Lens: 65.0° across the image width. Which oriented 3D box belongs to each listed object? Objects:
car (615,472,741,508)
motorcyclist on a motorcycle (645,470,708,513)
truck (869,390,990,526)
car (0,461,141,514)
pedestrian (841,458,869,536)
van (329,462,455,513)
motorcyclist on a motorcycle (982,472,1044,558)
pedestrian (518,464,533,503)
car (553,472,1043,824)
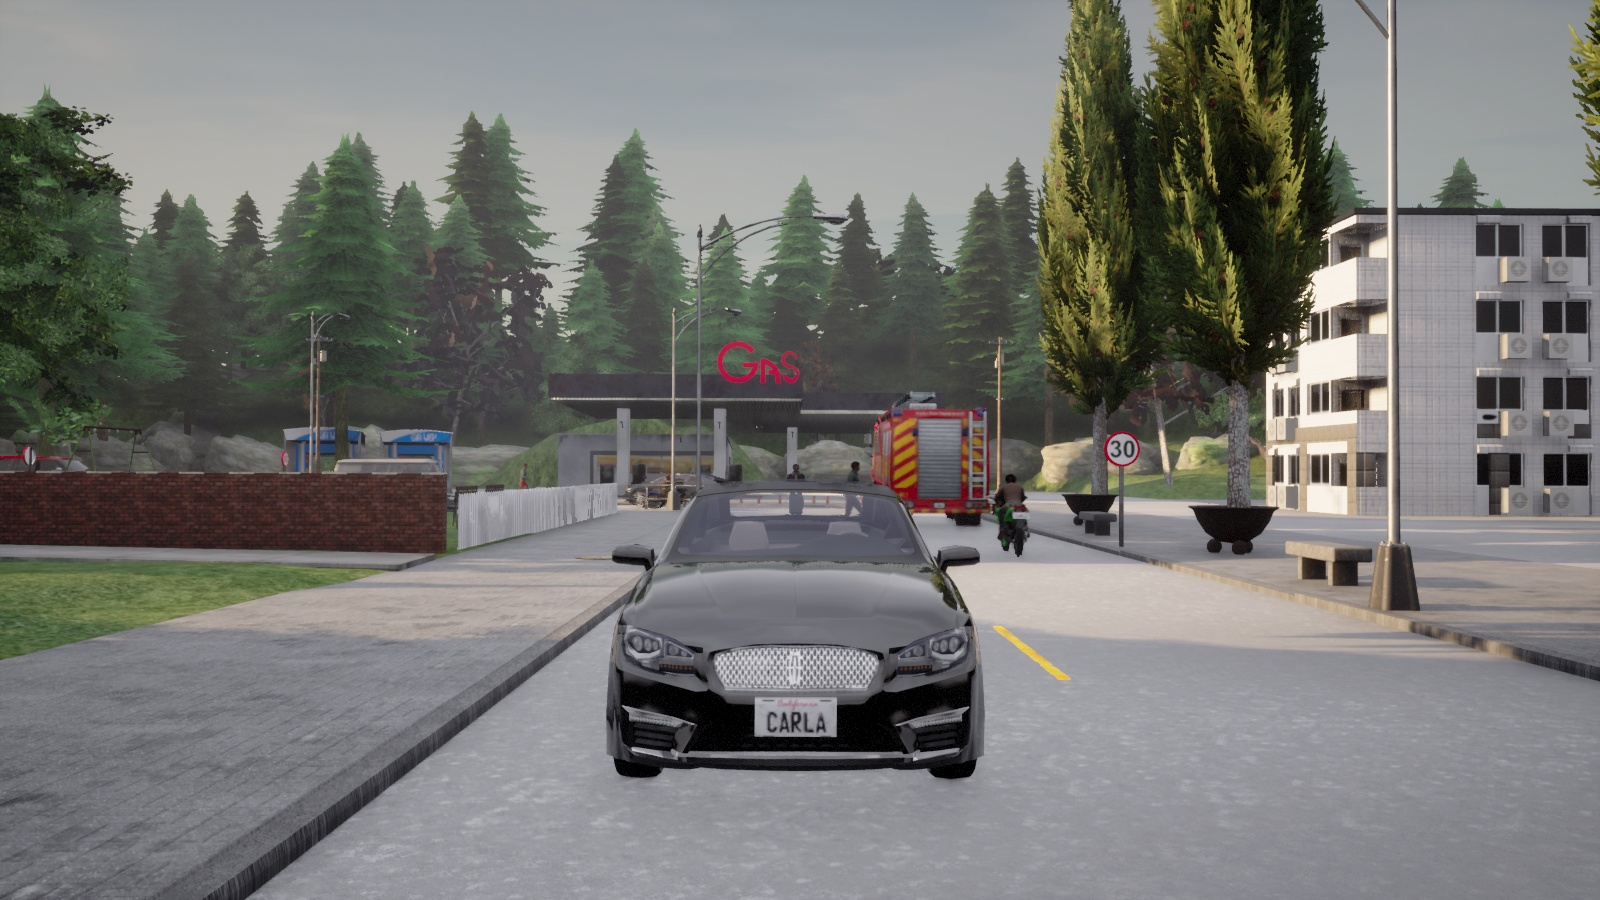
[{"bbox_3d":[-5.206,1.692,53.643,4.902,1.511,2.128,-1,-1,21],"label":"car"},{"bbox_3d":[-4.823,1.609,49.174,2.350,1.649,0.766,0,0,21],"label":"motorcyclist on a motorcycle"},{"bbox_3d":[3.892,0.300,39.729,2.891,3.827,8.468,0,-1,0],"label":"truck"},{"bbox_3d":[-29.674,1.492,50.117,5.566,2.045,2.150,0,-1,0],"label":"car"},{"bbox_3d":[1.309,1.107,29.978,0.614,1.847,0.353,0,-1,-4],"label":"pedestrian"},{"bbox_3d":[-16.254,1.473,50.176,4.442,1.987,1.775,0,-1,0],"label":"van"},{"bbox_3d":[3.949,1.174,23.454,0.797,1.523,2.044,0,-1,0],"label":"motorcyclist on a motorcycle"},{"bbox_3d":[-12.973,1.570,59.342,0.614,1.847,0.353,0,-1,3],"label":"pedestrian"},{"bbox_3d":[-0.019,0.903,7.912,2.128,1.511,4.902,0,-1,0],"label":"car"}]
